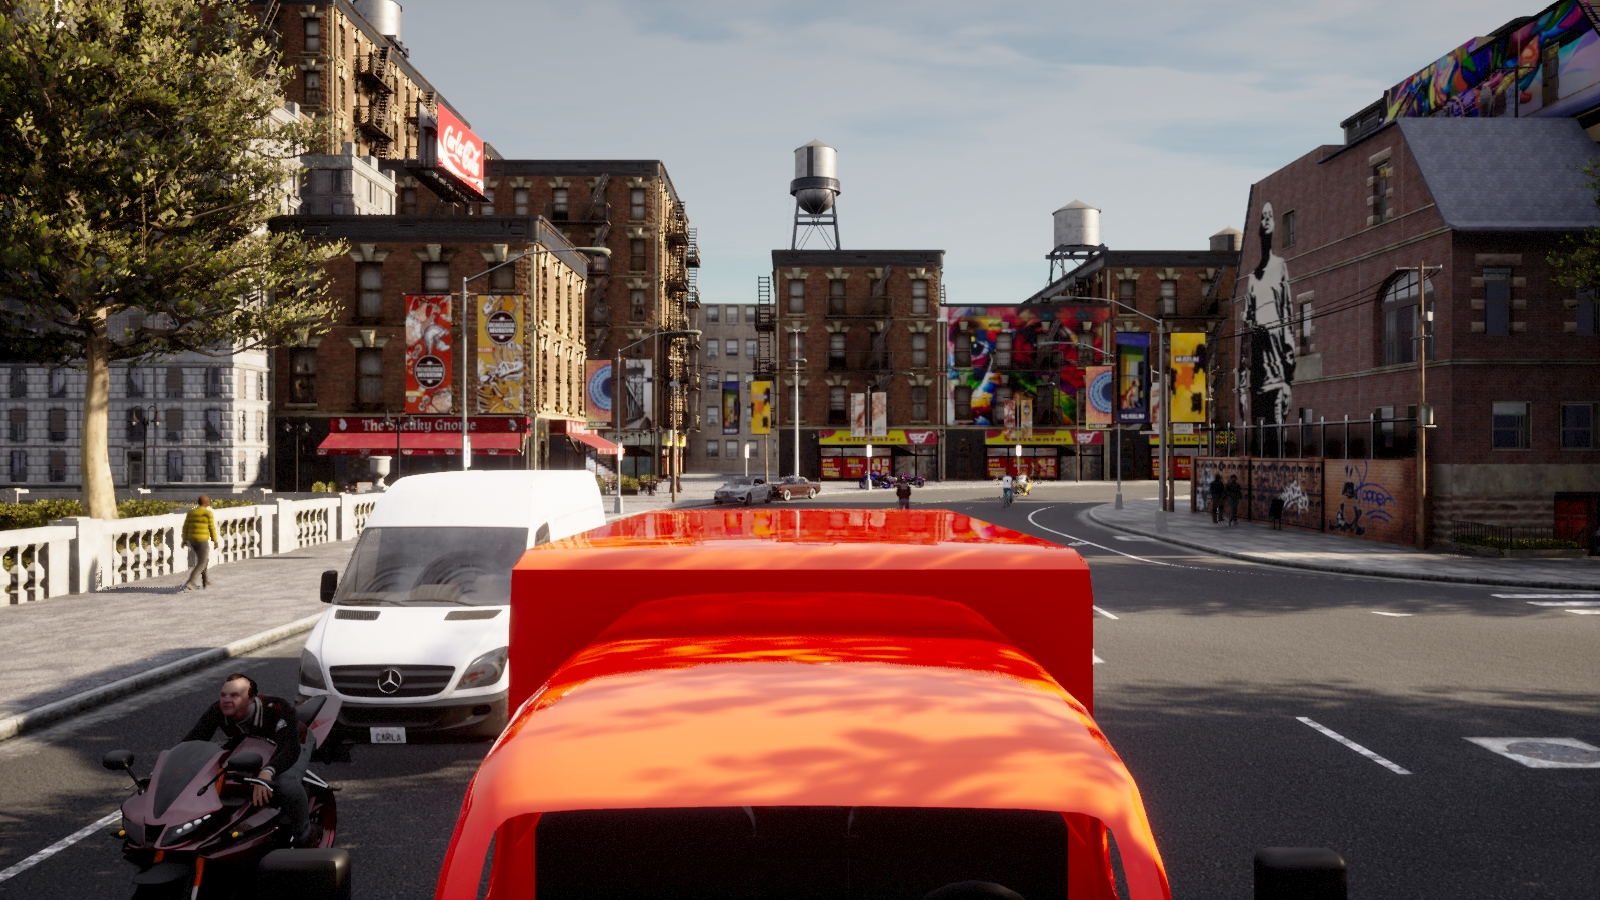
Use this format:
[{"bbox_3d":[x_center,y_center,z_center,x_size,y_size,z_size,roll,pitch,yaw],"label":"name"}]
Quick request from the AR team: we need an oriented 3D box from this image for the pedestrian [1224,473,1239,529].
[{"bbox_3d":[14.574,1.711,38.596,0.375,1.860,0.375,0,0,-1],"label":"pedestrian"}]

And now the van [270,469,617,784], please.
[{"bbox_3d":[-3.487,1.540,12.614,1.988,2.561,5.915,0,0,0],"label":"van"}]

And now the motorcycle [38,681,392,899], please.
[{"bbox_3d":[-3.264,2.208,6.698,0.867,1.251,2.209,0,0,3],"label":"motorcycle"}]

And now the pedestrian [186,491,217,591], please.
[{"bbox_3d":[-11.286,1.706,21.554,0.375,1.860,0.375,0,0,10],"label":"pedestrian"}]

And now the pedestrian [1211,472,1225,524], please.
[{"bbox_3d":[14.903,1.712,40.744,0.375,1.860,0.375,0,0,-2],"label":"pedestrian"}]

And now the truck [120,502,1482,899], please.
[{"bbox_3d":[-0.002,1.571,4.805,2.627,2.467,5.204,0,0,0],"label":"truck"}]

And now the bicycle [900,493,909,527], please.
[{"bbox_3d":[3.899,2.227,42.642,0.329,1.171,1.835,0,0,6],"label":"bicycle"}]

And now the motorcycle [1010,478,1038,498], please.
[{"bbox_3d":[13.241,2.239,67.646,0.803,1.145,2.033,2,1,37],"label":"motorcycle"}]
